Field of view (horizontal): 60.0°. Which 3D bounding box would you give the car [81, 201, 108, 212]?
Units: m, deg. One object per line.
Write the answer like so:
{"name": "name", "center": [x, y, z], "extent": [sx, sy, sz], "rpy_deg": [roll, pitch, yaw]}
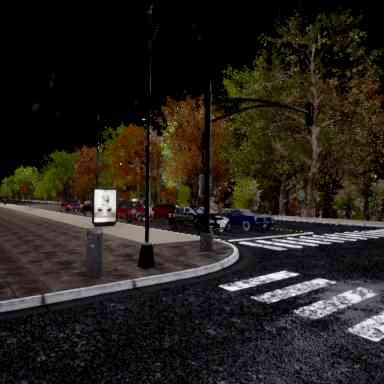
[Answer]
{"name": "car", "center": [-13.558, 1.980, 45.958], "extent": [2.033, 1.411, 5.357], "rpy_deg": [1, -1, -34]}

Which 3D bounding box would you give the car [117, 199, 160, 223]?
{"name": "car", "center": [-4.921, 1.537, 27.692], "extent": [2.097, 1.767, 4.553], "rpy_deg": [1, -1, -35]}

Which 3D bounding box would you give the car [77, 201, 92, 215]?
{"name": "car", "center": [-10.125, 1.770, 35.222], "extent": [2.128, 1.511, 4.902], "rpy_deg": [1, -1, -35]}

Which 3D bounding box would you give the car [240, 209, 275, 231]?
{"name": "car", "center": [3.120, 1.732, 21.771], "extent": [1.895, 1.301, 4.718], "rpy_deg": [1, -1, -35]}

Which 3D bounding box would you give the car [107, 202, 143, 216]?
{"name": "car", "center": [-7.560, 1.871, 37.220], "extent": [2.033, 1.411, 5.357], "rpy_deg": [1, -1, -35]}

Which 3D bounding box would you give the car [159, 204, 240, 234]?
{"name": "car", "center": [0.298, 1.582, 20.120], "extent": [2.128, 1.511, 4.902], "rpy_deg": [1, -1, -34]}

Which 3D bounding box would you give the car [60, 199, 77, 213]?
{"name": "car", "center": [-15.727, 1.732, 43.378], "extent": [2.097, 1.767, 4.553], "rpy_deg": [1, -1, -34]}

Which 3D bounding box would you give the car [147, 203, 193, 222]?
{"name": "car", "center": [-2.034, 1.750, 29.226], "extent": [1.812, 1.442, 4.674], "rpy_deg": [1, -1, -35]}

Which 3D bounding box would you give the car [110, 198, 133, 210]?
{"name": "car", "center": [-11.591, 1.935, 54.713], "extent": [2.097, 1.767, 4.553], "rpy_deg": [1, -1, -34]}

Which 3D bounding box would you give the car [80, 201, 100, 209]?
{"name": "car", "center": [-17.848, 2.203, 57.969], "extent": [1.895, 1.301, 4.718], "rpy_deg": [1, -1, -35]}

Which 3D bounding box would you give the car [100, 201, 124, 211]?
{"name": "car", "center": [-11.976, 2.023, 49.529], "extent": [1.812, 1.442, 4.674], "rpy_deg": [1, -1, -34]}
